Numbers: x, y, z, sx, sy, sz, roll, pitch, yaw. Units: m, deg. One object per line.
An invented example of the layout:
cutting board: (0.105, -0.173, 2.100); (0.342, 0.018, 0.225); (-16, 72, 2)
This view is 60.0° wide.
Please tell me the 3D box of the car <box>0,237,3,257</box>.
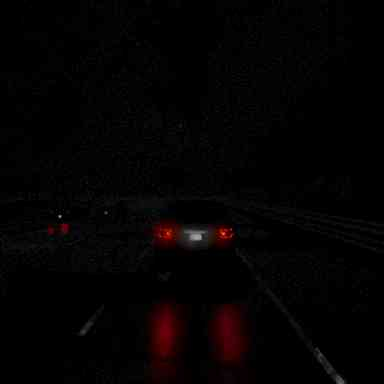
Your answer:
car: (-6.904, 1.498, 8.598); (2.128, 1.511, 4.902); (0, 0, 0)

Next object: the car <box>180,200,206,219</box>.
car: (0.083, 1.560, 30.619); (2.128, 1.511, 4.902); (0, 0, 0)

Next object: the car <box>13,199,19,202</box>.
car: (-31.536, 2.037, 60.661); (1.994, 1.385, 4.181); (0, -1, 0)

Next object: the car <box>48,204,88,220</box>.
car: (-10.416, 1.657, 28.465); (1.895, 1.301, 4.718); (0, 0, 0)

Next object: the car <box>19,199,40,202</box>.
car: (-28.039, 1.972, 58.679); (1.812, 1.442, 4.674); (0, -1, 0)

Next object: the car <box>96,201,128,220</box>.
car: (-6.916, 1.538, 29.234); (1.882, 1.535, 5.008); (0, 0, 0)

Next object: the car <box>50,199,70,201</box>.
car: (-21.086, 1.823, 51.492); (1.837, 1.490, 4.892); (0, -1, 0)

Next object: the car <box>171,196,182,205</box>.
car: (-3.543, 1.986, 76.030); (2.150, 2.045, 5.566); (0, -1, 0)

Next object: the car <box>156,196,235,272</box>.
car: (0.094, 1.226, 10.996); (2.150, 2.045, 5.566); (0, 0, 0)
